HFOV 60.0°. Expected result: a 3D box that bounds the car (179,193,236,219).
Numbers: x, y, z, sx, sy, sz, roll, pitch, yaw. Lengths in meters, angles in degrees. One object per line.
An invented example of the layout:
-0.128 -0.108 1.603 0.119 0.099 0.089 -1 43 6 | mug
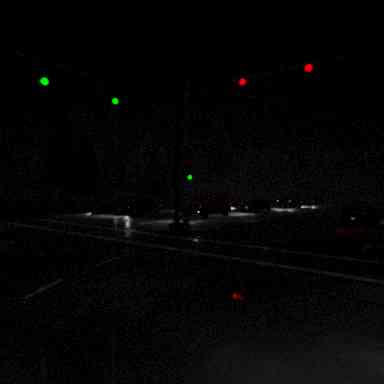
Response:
1.254 1.091 28.258 2.150 2.045 5.566 0 0 36 | car

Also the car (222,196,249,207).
6.180 1.365 47.023 1.994 1.385 4.181 0 0 36 | car

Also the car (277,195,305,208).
12.902 1.198 44.381 2.097 1.767 4.553 0 0 36 | car

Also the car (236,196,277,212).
7.062 1.349 36.310 2.128 1.511 4.902 0 0 36 | car

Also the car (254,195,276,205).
12.213 1.315 55.272 1.812 1.442 4.674 0 0 37 | car

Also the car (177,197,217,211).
0.683 1.359 39.435 2.033 1.411 5.357 0 0 36 | car

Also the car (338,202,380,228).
11.134 1.424 22.017 1.882 1.535 5.008 0 0 36 | car

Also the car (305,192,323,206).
19.139 1.056 52.883 2.150 2.045 5.566 0 0 36 | car

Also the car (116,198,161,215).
-5.015 1.327 31.535 1.837 1.490 4.892 0 0 36 | car
